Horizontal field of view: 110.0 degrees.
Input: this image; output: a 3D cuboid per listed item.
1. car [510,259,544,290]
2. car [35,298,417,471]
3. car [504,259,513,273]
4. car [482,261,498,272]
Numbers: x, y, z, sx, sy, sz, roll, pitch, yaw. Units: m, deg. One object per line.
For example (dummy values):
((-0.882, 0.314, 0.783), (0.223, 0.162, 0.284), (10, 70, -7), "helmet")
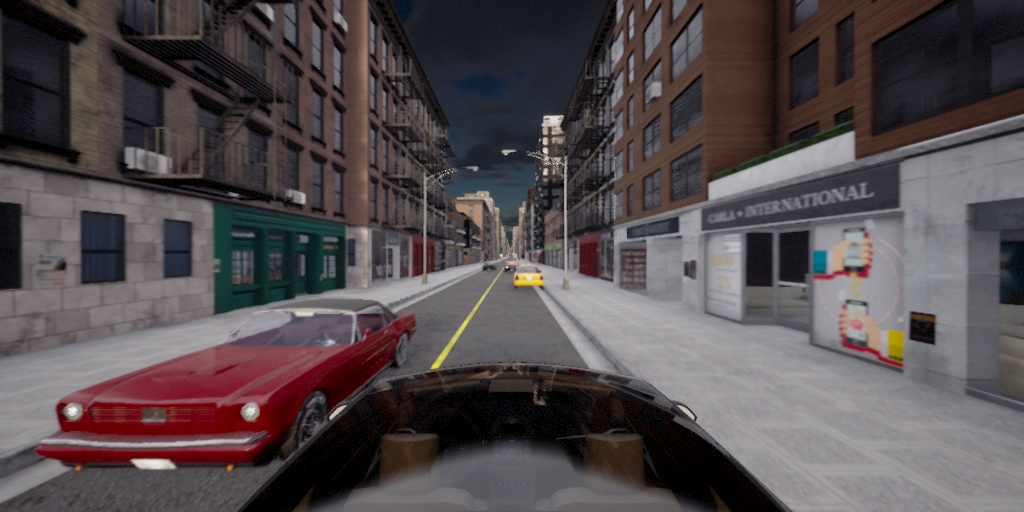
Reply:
((0.961, 1.193, 22.284), (1.801, 1.575, 5.366), (0, 0, 0), "car")
((-2.850, 1.348, 5.059), (1.895, 1.301, 4.718), (0, 0, 0), "car")
((0.033, 1.339, 43.922), (1.895, 1.301, 4.718), (0, 0, 0), "car")
((-2.834, 1.342, 46.572), (1.895, 1.301, 4.718), (0, 0, 0), "car")
